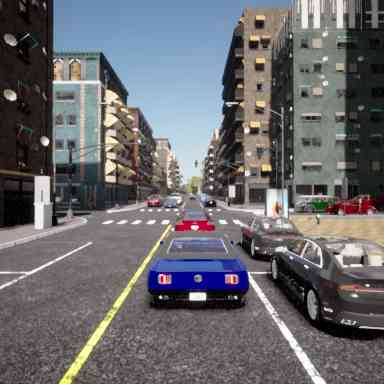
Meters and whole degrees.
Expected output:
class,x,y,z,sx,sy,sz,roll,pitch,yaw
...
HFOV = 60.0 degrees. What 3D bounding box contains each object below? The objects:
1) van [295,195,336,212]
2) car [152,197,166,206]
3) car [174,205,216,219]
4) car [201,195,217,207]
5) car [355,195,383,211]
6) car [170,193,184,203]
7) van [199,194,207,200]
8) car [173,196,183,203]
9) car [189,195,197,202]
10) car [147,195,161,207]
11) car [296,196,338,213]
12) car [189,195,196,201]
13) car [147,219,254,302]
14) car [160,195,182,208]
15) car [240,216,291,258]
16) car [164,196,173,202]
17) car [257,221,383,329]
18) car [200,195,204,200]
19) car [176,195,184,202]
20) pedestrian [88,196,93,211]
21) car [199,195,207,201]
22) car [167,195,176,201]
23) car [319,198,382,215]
class,x,y,z,sx,sy,sz,roll,pitch,yaw
van,13.835,1.296,37.423,3.998,1.788,1.690,0,0,1
car,-5.572,1.566,56.251,1.887,1.381,4.507,1,0,0
car,0.127,1.570,17.108,1.994,1.385,4.181,0,0,0
car,2.797,1.585,50.624,1.947,1.339,4.313,1,0,0
car,19.362,1.228,37.373,5.009,1.841,2.192,0,0,1
car,-2.967,1.244,58.606,2.150,2.045,5.566,0,0,1
van,2.853,1.373,78.481,1.690,1.788,3.998,1,0,0
car,-2.878,1.591,68.548,1.994,1.385,4.181,0,0,0
car,0.151,1.557,79.672,2.128,1.511,4.902,0,0,0
car,-5.579,1.334,50.680,2.192,1.841,5.009,1,0,0
car,13.401,1.272,34.844,4.553,1.767,2.097,0,-1,1
car,0.171,1.562,90.054,1.812,1.442,4.674,0,0,0
car,0.115,1.603,8.245,1.895,1.301,4.718,0,0,0
car,-3.010,1.565,48.605,2.033,1.411,5.357,0,0,0
car,2.854,1.555,12.431,2.008,1.369,4.403,1,0,0
car,-5.529,1.598,78.535,1.947,1.339,4.313,1,0,0
car,2.843,1.553,6.861,2.008,1.369,4.403,1,0,0
car,2.808,1.603,56.195,1.802,1.307,4.206,1,0,0
car,-2.850,1.532,78.958,1.837,1.490,4.892,0,0,0
pedestrian,-12.451,1.347,40.618,0.375,1.860,0.375,0,0,1
car,2.872,1.582,89.621,1.887,1.381,4.507,1,0,0
car,-5.509,1.603,89.677,1.947,1.339,4.313,1,0,0
car,13.758,1.413,29.042,4.206,1.307,1.802,0,0,1
